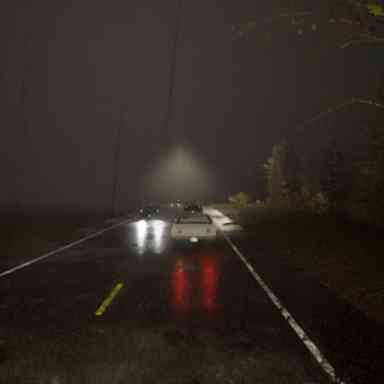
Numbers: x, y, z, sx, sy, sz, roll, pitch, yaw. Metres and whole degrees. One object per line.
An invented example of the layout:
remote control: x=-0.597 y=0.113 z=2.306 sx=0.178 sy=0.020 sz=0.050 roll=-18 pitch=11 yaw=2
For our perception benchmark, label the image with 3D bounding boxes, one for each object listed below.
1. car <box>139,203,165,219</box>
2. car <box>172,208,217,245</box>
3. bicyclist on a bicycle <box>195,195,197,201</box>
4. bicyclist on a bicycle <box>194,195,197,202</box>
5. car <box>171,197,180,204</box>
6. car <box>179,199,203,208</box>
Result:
car: x=-3.604 y=1.713 z=30.459 sx=1.895 sy=1.301 sz=4.718 roll=0 pitch=0 yaw=0
car: x=0.095 y=1.660 z=15.803 sx=1.895 sy=1.301 sz=4.718 roll=0 pitch=0 yaw=0
bicyclist on a bicycle: x=0.950 y=1.656 z=77.865 sx=0.659 sy=1.776 sz=1.843 roll=0 pitch=0 yaw=0
bicyclist on a bicycle: x=0.949 y=1.689 z=86.865 sx=0.659 sy=1.776 sz=1.843 roll=0 pitch=0 yaw=0
car: x=-3.511 y=1.759 z=72.147 sx=1.837 sy=1.490 sz=4.892 roll=0 pitch=0 yaw=0
car: x=0.092 y=1.613 z=32.748 sx=2.128 sy=1.511 sz=4.902 roll=0 pitch=0 yaw=0
